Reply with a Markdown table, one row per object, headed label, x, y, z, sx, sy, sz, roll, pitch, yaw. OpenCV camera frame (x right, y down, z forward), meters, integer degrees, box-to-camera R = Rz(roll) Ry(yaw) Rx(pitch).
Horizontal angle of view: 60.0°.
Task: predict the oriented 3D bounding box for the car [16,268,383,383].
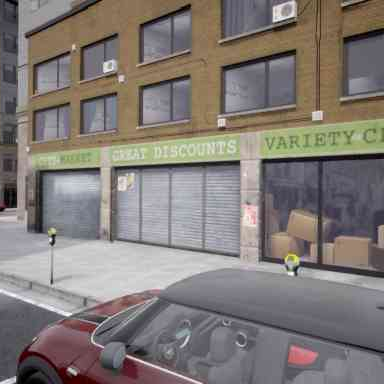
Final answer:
| label | x | y | z | sx | sy | sz | roll | pitch | yaw |
| --- | --- | --- | --- | --- | --- | --- | --- | --- | --- |
| car | 0.240 | 1.440 | 2.894 | 4.097 | 1.590 | 1.967 | 0 | 1 | 35 |

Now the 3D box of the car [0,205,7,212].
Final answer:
| label | x | y | z | sx | sy | sz | roll | pitch | yaw |
| --- | --- | --- | --- | --- | --- | --- | --- | --- | --- |
| car | -19.429 | 1.458 | 29.774 | 1.895 | 1.301 | 4.718 | 1 | 1 | 34 |
